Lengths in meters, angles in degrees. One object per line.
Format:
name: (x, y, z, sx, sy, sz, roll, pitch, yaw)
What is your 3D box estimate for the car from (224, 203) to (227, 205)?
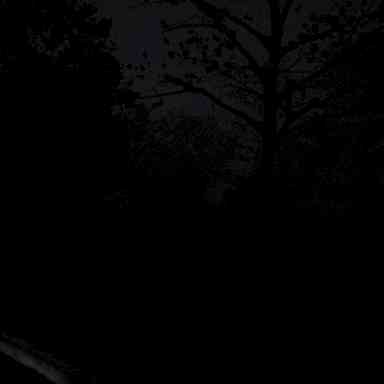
car: (5.469, 2.129, 46.883, 2.097, 1.535, 5.008, 1, 0, 35)

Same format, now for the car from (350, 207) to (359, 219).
car: (19.148, 2.255, 37.383, 1.946, 1.575, 5.366, 1, 0, 35)

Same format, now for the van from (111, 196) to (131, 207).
van: (-12.561, 1.743, 59.835, 1.878, 1.987, 4.442, 0, 0, 35)

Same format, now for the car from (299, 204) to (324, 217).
car: (14.532, 2.244, 40.472, 2.163, 1.488, 4.792, 1, 0, 35)
